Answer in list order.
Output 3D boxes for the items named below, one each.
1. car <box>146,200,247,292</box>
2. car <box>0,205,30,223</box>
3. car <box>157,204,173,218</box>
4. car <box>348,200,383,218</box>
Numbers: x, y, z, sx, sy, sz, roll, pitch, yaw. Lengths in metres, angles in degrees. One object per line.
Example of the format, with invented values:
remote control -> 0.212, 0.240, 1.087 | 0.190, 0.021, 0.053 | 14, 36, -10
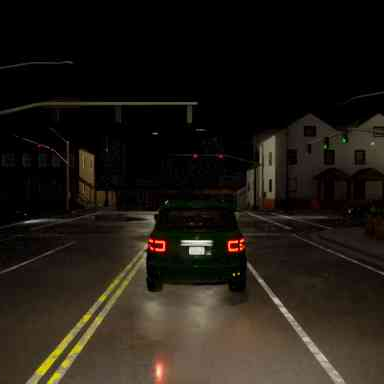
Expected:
car -> 0.090, 1.221, 9.070 | 2.150, 2.045, 5.566 | 0, 0, 0
car -> -14.825, 1.658, 25.616 | 4.181, 1.385, 1.994 | -3, 0, 0
car -> -3.594, 2.597, 45.340 | 1.812, 1.442, 4.674 | 0, -9, 0
car -> 16.562, 1.491, 29.798 | 4.902, 1.511, 2.128 | 0, 0, -1
